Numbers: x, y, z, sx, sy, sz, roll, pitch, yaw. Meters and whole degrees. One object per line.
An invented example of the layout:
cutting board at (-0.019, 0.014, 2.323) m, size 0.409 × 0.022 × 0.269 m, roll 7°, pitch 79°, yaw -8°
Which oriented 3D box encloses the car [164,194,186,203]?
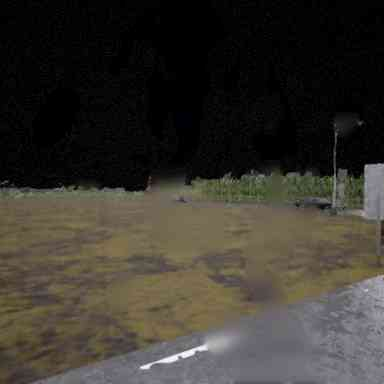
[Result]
car at (-2.803, 1.015, 54.333) m, size 1.994 × 1.385 × 4.181 m, roll 1°, pitch 0°, yaw -35°

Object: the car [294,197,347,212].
car at (12.512, 1.207, 32.545) m, size 1.895 × 1.301 × 4.718 m, roll 1°, pitch 0°, yaw -35°
